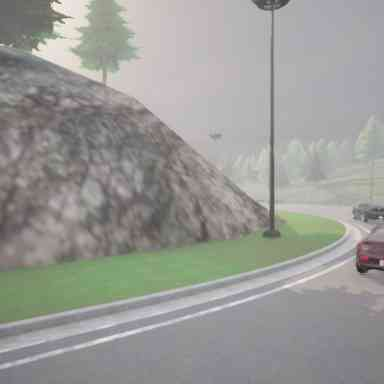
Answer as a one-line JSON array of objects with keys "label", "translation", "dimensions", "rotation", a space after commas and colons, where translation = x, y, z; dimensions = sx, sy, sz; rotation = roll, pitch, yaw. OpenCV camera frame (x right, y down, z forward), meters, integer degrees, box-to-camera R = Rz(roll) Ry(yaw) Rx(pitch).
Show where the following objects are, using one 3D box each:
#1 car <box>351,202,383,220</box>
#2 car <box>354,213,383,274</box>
[{"label": "car", "translation": [14.039, 1.583, 26.240], "dimensions": [1.837, 1.490, 4.892], "rotation": [1, 0, 11]}, {"label": "car", "translation": [6.226, 1.557, 9.726], "dimensions": [1.812, 1.442, 4.674], "rotation": [0, 0, 42]}]
